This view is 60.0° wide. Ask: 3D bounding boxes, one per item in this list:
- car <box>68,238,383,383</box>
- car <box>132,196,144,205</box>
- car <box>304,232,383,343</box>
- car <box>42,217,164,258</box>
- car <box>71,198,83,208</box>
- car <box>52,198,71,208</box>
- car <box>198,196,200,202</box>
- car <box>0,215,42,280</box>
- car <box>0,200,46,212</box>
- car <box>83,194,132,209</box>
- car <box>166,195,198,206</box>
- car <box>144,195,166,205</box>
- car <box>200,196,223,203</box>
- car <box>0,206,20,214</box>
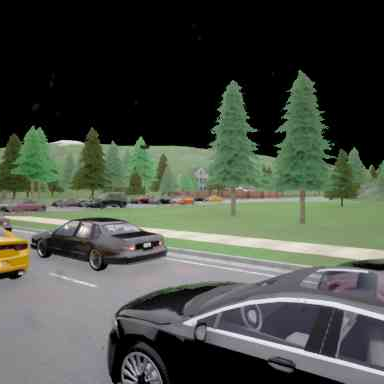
[{"bbox_3d":[1.219,1.492,3.080,4.902,1.511,2.128,0,0,38],"label":"car"},{"bbox_3d":[-8.666,1.477,58.509,1.882,1.535,5.008,0,0,39],"label":"car"},{"bbox_3d":[4.185,1.564,5.203,4.181,1.385,1.994,0,0,38],"label":"car"},{"bbox_3d":[-3.245,1.547,10.956,5.357,1.411,2.033,0,0,38],"label":"car"},{"bbox_3d":[-13.971,1.564,46.227,1.994,1.385,4.181,0,0,38],"label":"car"},{"bbox_3d":[-17.629,1.564,47.246,1.994,1.385,4.181,0,0,38],"label":"car"},{"bbox_3d":[0.735,1.548,70.201,1.895,1.301,4.718,0,0,38],"label":"car"},{"bbox_3d":[-6.253,1.478,8.861,5.008,1.535,1.882,0,0,38],"label":"car"},{"bbox_3d":[-17.925,1.564,35.581,1.994,1.385,4.181,0,0,38],"label":"car"},{"bbox_3d":[-11.109,1.223,44.201,2.150,2.045,5.566,0,0,38],"label":"car"},{"bbox_3d":[-1.658,1.352,56.077,2.097,1.767,4.553,0,0,39],"label":"car"},{"bbox_3d":[-5.374,1.352,57.030,2.097,1.767,4.553,0,0,39],"label":"car"},{"bbox_3d":[4.512,1.492,69.328,1.882,1.535,5.008,0,0,38],"label":"car"},{"bbox_3d":[-11.232,1.547,17.096,5.357,1.411,2.033,0,0,38],"label":"car"}]
